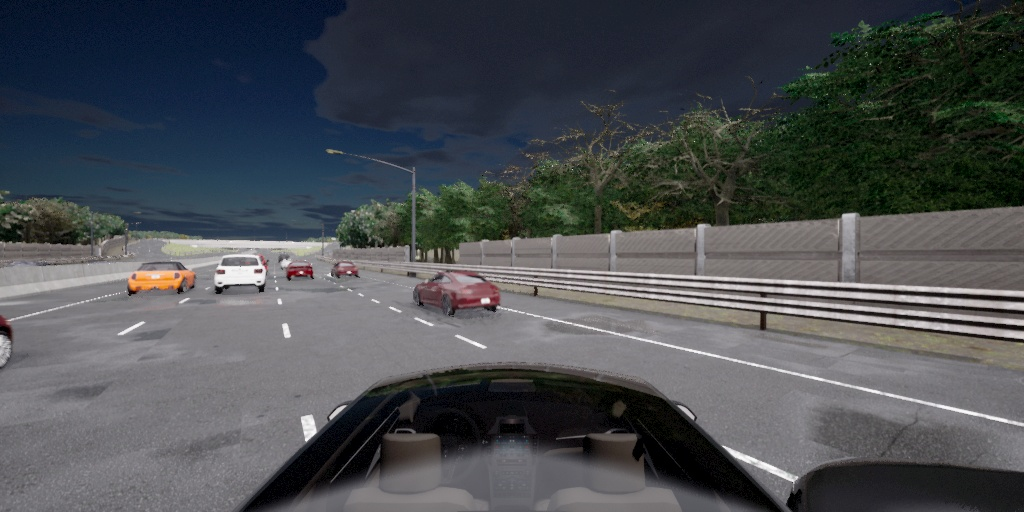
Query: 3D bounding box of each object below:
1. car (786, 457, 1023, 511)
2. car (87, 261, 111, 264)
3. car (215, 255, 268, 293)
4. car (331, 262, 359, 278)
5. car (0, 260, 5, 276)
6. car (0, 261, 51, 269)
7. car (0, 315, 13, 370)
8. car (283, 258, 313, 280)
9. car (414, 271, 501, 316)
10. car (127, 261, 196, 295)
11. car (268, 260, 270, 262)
[{"bbox_3d":[2.984,1.316,0.547,4.181,1.385,1.994,0,0,34],"label":"car"},{"bbox_3d":[-44.900,1.252,39.081,1.994,1.385,4.181,0,0,-33],"label":"car"},{"bbox_3d":[-15.585,0.958,20.774,2.150,2.045,5.566,0,0,-34],"label":"car"},{"bbox_3d":[-15.530,1.253,33.239,1.812,1.442,4.674,0,0,-34],"label":"car"},{"bbox_3d":[-48.672,1.180,32.100,2.128,1.511,4.902,0,0,-34],"label":"car"},{"bbox_3d":[-45.460,1.184,33.587,2.128,1.511,4.902,0,0,-34],"label":"car"},{"bbox_3d":[-8.711,1.221,4.362,1.882,1.535,5.008,0,0,-34],"label":"car"},{"bbox_3d":[-18.730,1.202,31.541,1.882,1.535,5.008,0,0,-34],"label":"car"},{"bbox_3d":[-2.143,1.274,13.383,1.812,1.442,4.674,0,0,-34],"label":"car"},{"bbox_3d":[-19.200,1.083,19.873,2.097,1.767,4.553,0,0,-34],"label":"car"},{"bbox_3d":[-24.240,0.937,33.660,2.150,2.045,5.566,0,0,-33],"label":"car"}]
